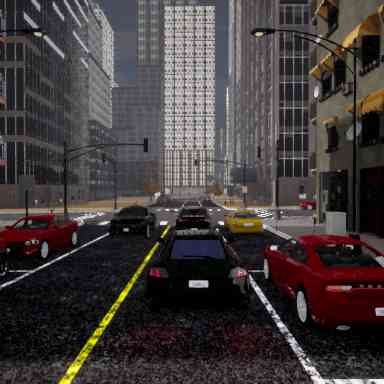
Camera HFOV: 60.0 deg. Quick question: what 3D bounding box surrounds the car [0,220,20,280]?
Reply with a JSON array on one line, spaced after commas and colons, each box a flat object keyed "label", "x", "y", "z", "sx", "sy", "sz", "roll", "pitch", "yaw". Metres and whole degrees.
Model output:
[{"label": "car", "x": -5.696, "y": 1.439, "z": 6.914, "sx": 1.967, "sy": 1.590, "sz": 4.097, "roll": -1, "pitch": 0, "yaw": 0}]

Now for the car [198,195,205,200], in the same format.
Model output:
[{"label": "car", "x": 2.741, "y": 1.582, "z": 94.826, "sx": 1.802, "sy": 1.307, "sz": 4.206, "roll": -1, "pitch": 0, "yaw": 0}]

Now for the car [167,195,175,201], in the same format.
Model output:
[{"label": "car", "x": -5.643, "y": 1.544, "z": 89.272, "sx": 1.887, "sy": 1.381, "sz": 4.507, "roll": -1, "pitch": 0, "yaw": 0}]

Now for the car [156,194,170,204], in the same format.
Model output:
[{"label": "car", "x": -5.660, "y": 1.542, "z": 61.474, "sx": 1.887, "sy": 1.381, "sz": 4.507, "roll": -1, "pitch": 0, "yaw": 0}]

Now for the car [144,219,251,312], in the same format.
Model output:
[{"label": "car", "x": 0.108, "y": 1.563, "z": 7.778, "sx": 1.994, "sy": 1.385, "sz": 4.181, "roll": 0, "pitch": 0, "yaw": 0}]

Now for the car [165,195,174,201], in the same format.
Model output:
[{"label": "car", "x": -5.648, "y": 1.524, "z": 83.543, "sx": 1.752, "sy": 1.417, "sz": 4.829, "roll": -1, "pitch": 0, "yaw": 0}]

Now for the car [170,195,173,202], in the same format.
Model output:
[{"label": "car", "x": -5.659, "y": 1.313, "z": 67.034, "sx": 2.192, "sy": 1.841, "sz": 5.009, "roll": -1, "pitch": 0, "yaw": 0}]

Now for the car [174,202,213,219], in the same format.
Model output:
[{"label": "car", "x": 0.088, "y": 1.503, "z": 17.763, "sx": 1.837, "sy": 1.490, "sz": 4.892, "roll": 0, "pitch": 0, "yaw": -1}]

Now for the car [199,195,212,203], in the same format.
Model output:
[{"label": "car", "x": 2.718, "y": 1.437, "z": 61.468, "sx": 1.967, "sy": 1.590, "sz": 4.097, "roll": -1, "pitch": 0, "yaw": 0}]

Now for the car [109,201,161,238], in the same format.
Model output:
[{"label": "car", "x": -3.007, "y": 1.475, "z": 17.750, "sx": 1.882, "sy": 1.535, "sz": 5.008, "roll": 0, "pitch": 0, "yaw": 0}]

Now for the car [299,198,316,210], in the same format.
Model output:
[{"label": "car", "x": 14.274, "y": 1.256, "z": 37.060, "sx": 4.507, "sy": 1.381, "sz": 1.887, "roll": -1, "pitch": 1, "yaw": 0}]

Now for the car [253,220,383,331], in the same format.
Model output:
[{"label": "car", "x": 2.686, "y": 1.544, "z": 6.895, "sx": 1.887, "sy": 1.381, "sz": 4.507, "roll": -1, "pitch": 0, "yaw": 0}]

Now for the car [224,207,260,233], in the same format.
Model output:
[{"label": "car", "x": 2.693, "y": 1.523, "z": 18.112, "sx": 1.752, "sy": 1.417, "sz": 4.829, "roll": -1, "pitch": 0, "yaw": 0}]

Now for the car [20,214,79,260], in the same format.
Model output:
[{"label": "car", "x": -5.691, "y": 1.543, "z": 12.438, "sx": 1.887, "sy": 1.381, "sz": 4.507, "roll": -1, "pitch": 0, "yaw": 0}]
